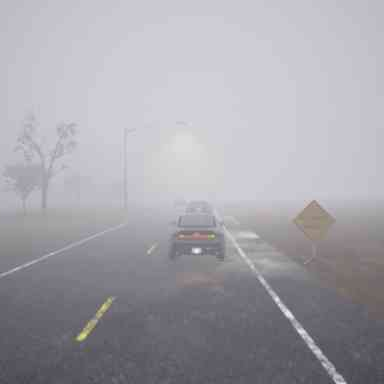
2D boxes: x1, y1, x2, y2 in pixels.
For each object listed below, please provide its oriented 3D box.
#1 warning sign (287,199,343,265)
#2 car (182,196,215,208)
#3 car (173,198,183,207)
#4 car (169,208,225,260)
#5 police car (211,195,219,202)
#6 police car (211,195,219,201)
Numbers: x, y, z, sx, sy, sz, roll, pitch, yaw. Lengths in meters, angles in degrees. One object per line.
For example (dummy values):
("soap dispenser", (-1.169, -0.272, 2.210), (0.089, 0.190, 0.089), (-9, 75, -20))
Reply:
("warning sign", (3.623, 1.145, 9.918), (1.300, 1.860, 1.060), (0, 0, 1))
("car", (0.590, 1.427, 27.566), (2.097, 1.767, 4.553), (0, 0, 2))
("car", (-1.789, 1.705, 52.863), (1.994, 1.385, 4.181), (0, 0, 4))
("car", (0.198, 1.539, 12.470), (1.837, 1.490, 4.892), (0, 0, 1))
("police car", (5.509, 1.636, 84.654), (1.930, 1.638, 5.238), (0, 0, 6))
("police car", (6.597, 1.656, 94.561), (1.930, 1.638, 5.238), (0, 0, 7))
